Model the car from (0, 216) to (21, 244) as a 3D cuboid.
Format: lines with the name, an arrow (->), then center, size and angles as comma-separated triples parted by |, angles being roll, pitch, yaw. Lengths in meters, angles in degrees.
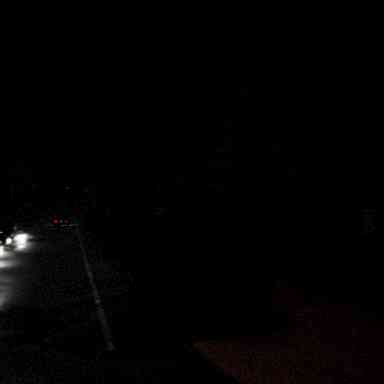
car -> -13.235, 2.625, 22.436 | 2.128, 1.511, 4.902 | 1, -3, -20

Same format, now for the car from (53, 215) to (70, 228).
car -> -16.075, 3.583, 40.991 | 2.033, 1.411, 5.357 | 1, -3, -20

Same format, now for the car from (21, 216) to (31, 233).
car -> -16.712, 3.103, 32.020 | 2.128, 1.511, 4.902 | 1, -3, -20
